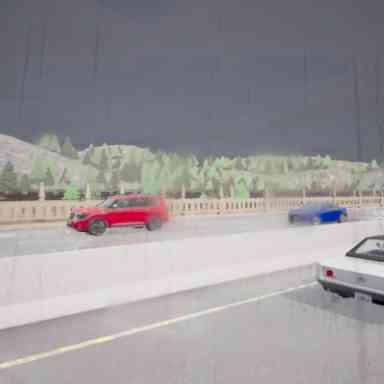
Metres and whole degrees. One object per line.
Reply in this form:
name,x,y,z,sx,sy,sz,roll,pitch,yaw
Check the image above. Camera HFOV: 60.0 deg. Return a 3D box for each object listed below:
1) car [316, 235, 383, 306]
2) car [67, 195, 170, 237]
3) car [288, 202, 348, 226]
car,4.849,1.587,7.188,4.718,1.301,1.895,0,0,-36
car,-3.893,1.197,18.393,5.566,2.045,2.150,0,0,-35
car,8.783,1.449,23.091,5.008,1.535,1.882,0,0,-35
